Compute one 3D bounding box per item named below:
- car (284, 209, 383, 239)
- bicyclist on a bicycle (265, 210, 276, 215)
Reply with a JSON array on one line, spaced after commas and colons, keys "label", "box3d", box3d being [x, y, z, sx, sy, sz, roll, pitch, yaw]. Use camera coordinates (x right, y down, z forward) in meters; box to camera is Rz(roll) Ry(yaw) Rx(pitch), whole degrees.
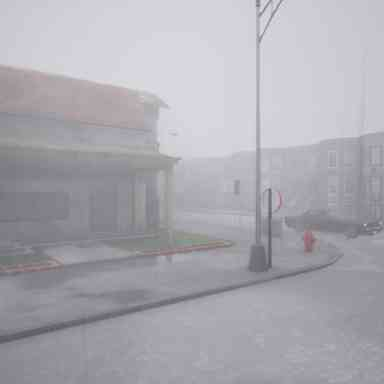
[{"label": "car", "box3d": [7.323, 1.594, 17.474, 1.895, 1.301, 4.718, 0, 0, -36]}, {"label": "bicyclist on a bicycle", "box3d": [7.478, 1.338, 31.705, 1.656, 1.620, 0.582, 0, 0, -36]}]
